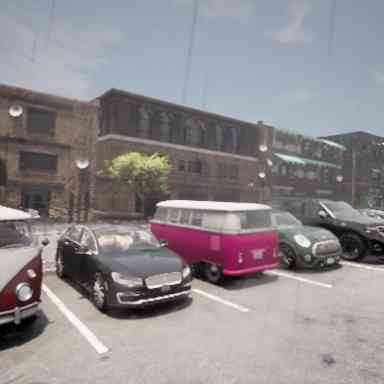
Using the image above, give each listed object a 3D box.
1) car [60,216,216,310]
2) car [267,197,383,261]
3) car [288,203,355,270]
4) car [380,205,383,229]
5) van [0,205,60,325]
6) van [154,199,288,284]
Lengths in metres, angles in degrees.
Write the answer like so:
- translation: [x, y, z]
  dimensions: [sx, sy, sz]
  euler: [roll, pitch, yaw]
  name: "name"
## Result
- translation: [-1.888, 1.487, 8.051]
  dimensions: [2.231, 1.521, 4.892]
  euler: [0, 0, -35]
  name: "car"
- translation: [4.980, 1.255, 12.903]
  dimensions: [2.435, 2.045, 5.566]
  euler: [0, 0, -35]
  name: "car"
- translation: [2.664, 1.371, 11.327]
  dimensions: [2.185, 1.767, 4.553]
  euler: [0, 0, -35]
  name: "car"
- translation: [14.095, 1.568, 19.429]
  dimensions: [2.231, 1.521, 4.892]
  euler: [1, 0, -35]
  name: "car"
- translation: [-4.098, 1.255, 6.324]
  dimensions: [1.878, 1.987, 4.442]
  euler: [0, 0, -36]
  name: "van"
- translation: [0.332, 1.266, 9.769]
  dimensions: [1.878, 1.987, 4.442]
  euler: [0, 0, -35]
  name: "van"
